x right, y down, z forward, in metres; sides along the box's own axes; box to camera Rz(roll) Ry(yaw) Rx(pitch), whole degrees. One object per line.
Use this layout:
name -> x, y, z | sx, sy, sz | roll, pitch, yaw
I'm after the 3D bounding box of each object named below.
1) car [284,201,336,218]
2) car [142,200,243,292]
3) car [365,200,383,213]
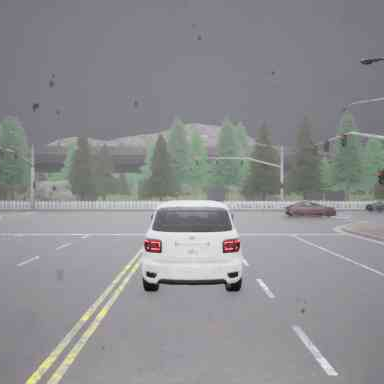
car -> 10.219, 1.518, 28.887 | 4.181, 1.385, 1.994 | 0, 0, 0
car -> 0.009, 1.221, 9.088 | 2.150, 2.045, 5.566 | 0, 0, 0
car -> 21.210, 1.508, 36.116 | 4.181, 1.385, 1.994 | 0, 0, 0
